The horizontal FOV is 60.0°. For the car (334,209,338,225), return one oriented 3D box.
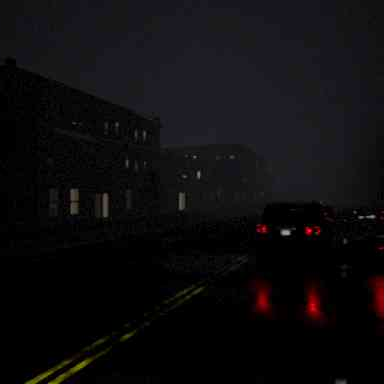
[{"bbox_3d":[10.734,1.782,27.162,1.837,1.490,4.892,0,0,25],"label":"car"}]

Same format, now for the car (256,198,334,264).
[{"bbox_3d":[4.028,1.355,12.699,2.150,2.045,5.566,0,0,25],"label":"car"}]

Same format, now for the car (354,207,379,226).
[{"bbox_3d":[13.255,1.796,24.901,2.033,1.411,5.357,0,-1,25],"label":"car"}]

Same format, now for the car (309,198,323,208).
[{"bbox_3d":[22.893,1.970,61.281,2.097,1.767,4.553,0,-1,25],"label":"car"}]

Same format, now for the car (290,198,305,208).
[{"bbox_3d":[19.944,1.987,62.647,2.097,1.767,4.553,0,-1,25],"label":"car"}]

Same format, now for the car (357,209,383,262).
[{"bbox_3d":[7.381,1.614,12.178,2.128,1.511,4.902,0,-1,25],"label":"car"}]
